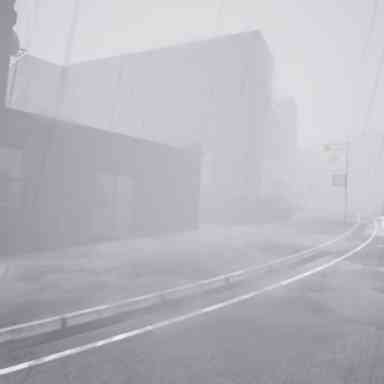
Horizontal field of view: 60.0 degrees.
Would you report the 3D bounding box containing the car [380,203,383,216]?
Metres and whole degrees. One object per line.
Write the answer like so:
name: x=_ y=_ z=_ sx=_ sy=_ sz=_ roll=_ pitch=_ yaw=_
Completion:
car: x=18.482 y=1.448 z=30.662 sx=1.812 sy=1.442 sz=4.674 roll=2 pitch=1 yaw=27
